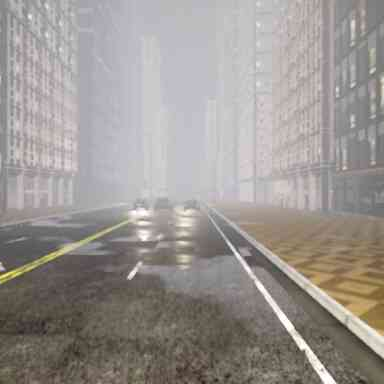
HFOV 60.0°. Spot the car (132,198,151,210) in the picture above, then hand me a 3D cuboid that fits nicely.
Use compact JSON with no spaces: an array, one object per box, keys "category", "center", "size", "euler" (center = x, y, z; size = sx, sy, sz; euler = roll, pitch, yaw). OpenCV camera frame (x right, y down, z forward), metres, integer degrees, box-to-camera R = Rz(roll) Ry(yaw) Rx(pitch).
[{"category":"car","center":[-6.524,1.506,43.422],"size":[2.128,1.511,4.902],"euler":[0,0,0]}]

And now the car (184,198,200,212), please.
[{"category":"car","center":[-0.022,1.612,39.704],"size":[1.895,1.301,4.718],"euler":[0,0,0]}]

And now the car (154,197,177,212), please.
[{"category":"car","center":[-3.272,1.361,39.226],"size":[2.097,1.767,4.553],"euler":[0,0,0]}]

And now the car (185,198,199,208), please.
[{"category":"car","center":[-0.024,1.595,49.972],"size":[1.994,1.385,4.181],"euler":[0,0,0]}]

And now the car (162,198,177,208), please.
[{"category":"car","center":[-3.276,1.629,49.536],"size":[1.895,1.301,4.718],"euler":[0,0,0]}]
